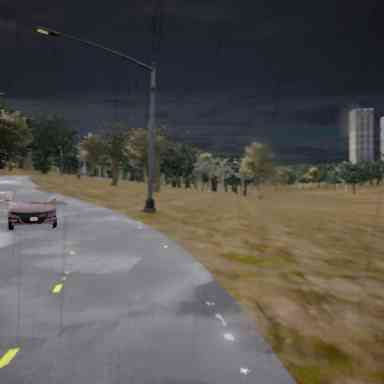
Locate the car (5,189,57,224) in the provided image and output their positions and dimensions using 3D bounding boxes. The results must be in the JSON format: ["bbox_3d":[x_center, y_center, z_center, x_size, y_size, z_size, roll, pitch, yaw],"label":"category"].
[{"bbox_3d":[-7.408,0.613,15.353,1.882,1.535,5.008,-1,5,-28],"label":"car"}]
